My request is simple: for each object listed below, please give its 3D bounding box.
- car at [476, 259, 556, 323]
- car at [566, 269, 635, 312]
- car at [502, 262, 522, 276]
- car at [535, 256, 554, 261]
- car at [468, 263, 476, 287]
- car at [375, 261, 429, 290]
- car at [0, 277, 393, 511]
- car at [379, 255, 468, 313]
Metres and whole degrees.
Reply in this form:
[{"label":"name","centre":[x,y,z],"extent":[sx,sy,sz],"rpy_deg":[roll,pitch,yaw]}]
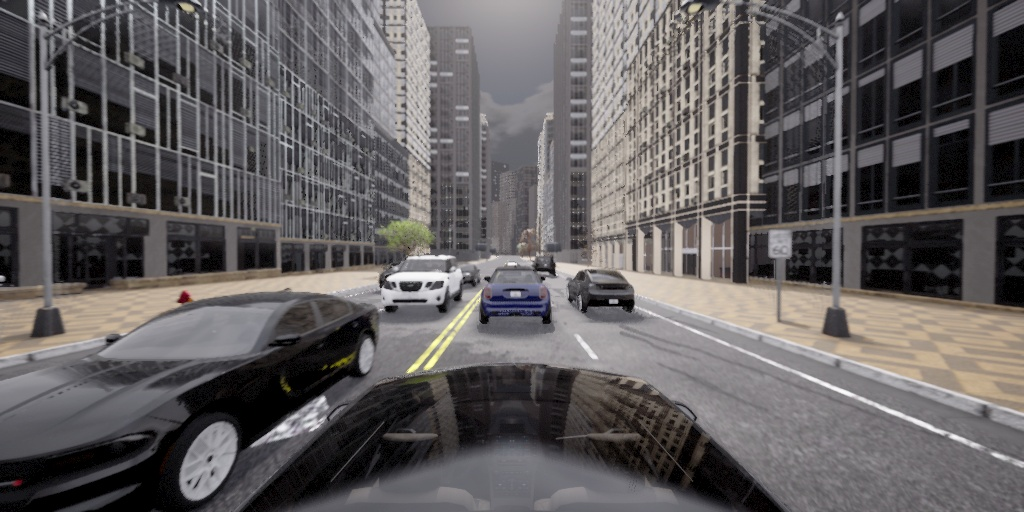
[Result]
[{"label":"car","centre":[0.103,1.108,12.301],"extent":[2.097,1.767,4.553],"rpy_deg":[0,0,0]},{"label":"car","centre":[3.354,1.263,14.255],"extent":[1.837,1.490,4.892],"rpy_deg":[0,0,0]},{"label":"car","centre":[0.039,1.336,38.567],"extent":[1.994,1.385,4.181],"rpy_deg":[0,0,1]},{"label":"car","centre":[3.285,0.995,37.373],"extent":[2.150,2.045,5.566],"rpy_deg":[0,0,1]},{"label":"car","centre":[-3.248,1.269,24.851],"extent":[1.837,1.490,4.892],"rpy_deg":[0,0,0]},{"label":"car","centre":[-6.495,1.067,21.785],"extent":[1.837,1.490,4.892],"rpy_deg":[0,0,0]},{"label":"car","centre":[-3.343,1.227,4.522],"extent":[1.882,1.535,5.008],"rpy_deg":[0,0,0]},{"label":"car","centre":[-3.326,0.979,14.472],"extent":[2.150,2.045,5.566],"rpy_deg":[0,0,0]}]
